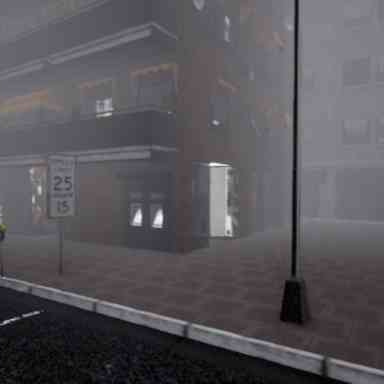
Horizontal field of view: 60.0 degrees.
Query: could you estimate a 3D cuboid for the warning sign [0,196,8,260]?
[{"bbox_3d":[-6.303,1.060,9.674,1.060,1.860,1.300,1,0,32],"label":"warning sign"}]
